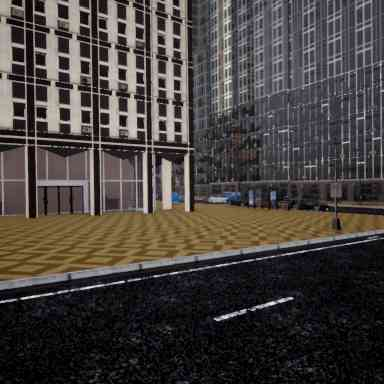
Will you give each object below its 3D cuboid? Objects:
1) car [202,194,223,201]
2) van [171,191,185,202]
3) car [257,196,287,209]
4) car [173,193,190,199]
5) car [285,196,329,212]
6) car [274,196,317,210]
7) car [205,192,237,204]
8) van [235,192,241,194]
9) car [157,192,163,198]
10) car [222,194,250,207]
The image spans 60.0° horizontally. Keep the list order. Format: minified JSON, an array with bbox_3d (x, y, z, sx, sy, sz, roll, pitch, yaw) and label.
[{"bbox_3d":[3.986,1.042,64.918,1.802,1.307,4.206,-1,1,-34],"label":"car"},{"bbox_3d":[-2.943,0.936,60.203,1.690,1.788,3.998,0,1,-34],"label":"van"},{"bbox_3d":[9.752,1.386,41.348,1.802,1.307,4.206,-1,1,-34],"label":"car"},{"bbox_3d":[-2.408,0.934,74.316,1.802,1.307,4.206,0,1,-34],"label":"car"},{"bbox_3d":[12.935,1.422,36.637,1.947,1.339,4.313,-1,1,-34],"label":"car"},{"bbox_3d":[12.825,1.266,41.620,2.128,1.511,4.902,-1,1,-34],"label":"car"},{"bbox_3d":[4.581,1.167,53.763,1.812,1.442,4.674,-1,1,-35],"label":"car"},{"bbox_3d":[7.182,0.853,60.215,1.690,1.788,3.998,-1,1,-34],"label":"van"},{"bbox_3d":[-5.606,0.614,79.012,2.192,1.841,5.009,0,1,-34],"label":"car"},{"bbox_3d":[6.603,1.318,46.079,1.947,1.339,4.313,-1,1,-34],"label":"car"}]
